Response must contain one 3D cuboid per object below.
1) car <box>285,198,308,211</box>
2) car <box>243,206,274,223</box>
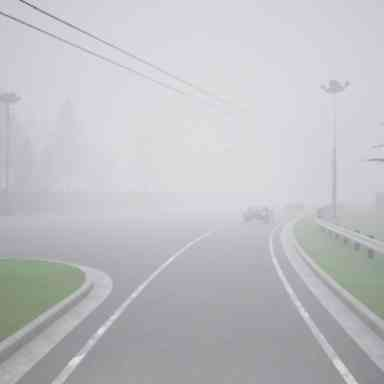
[{"bbox_3d":[14.608,1.946,46.986,1.895,1.301,4.718,0,0,27],"label":"car"},{"bbox_3d":[5.578,1.791,27.255,1.895,1.301,4.718,0,0,21],"label":"car"}]
